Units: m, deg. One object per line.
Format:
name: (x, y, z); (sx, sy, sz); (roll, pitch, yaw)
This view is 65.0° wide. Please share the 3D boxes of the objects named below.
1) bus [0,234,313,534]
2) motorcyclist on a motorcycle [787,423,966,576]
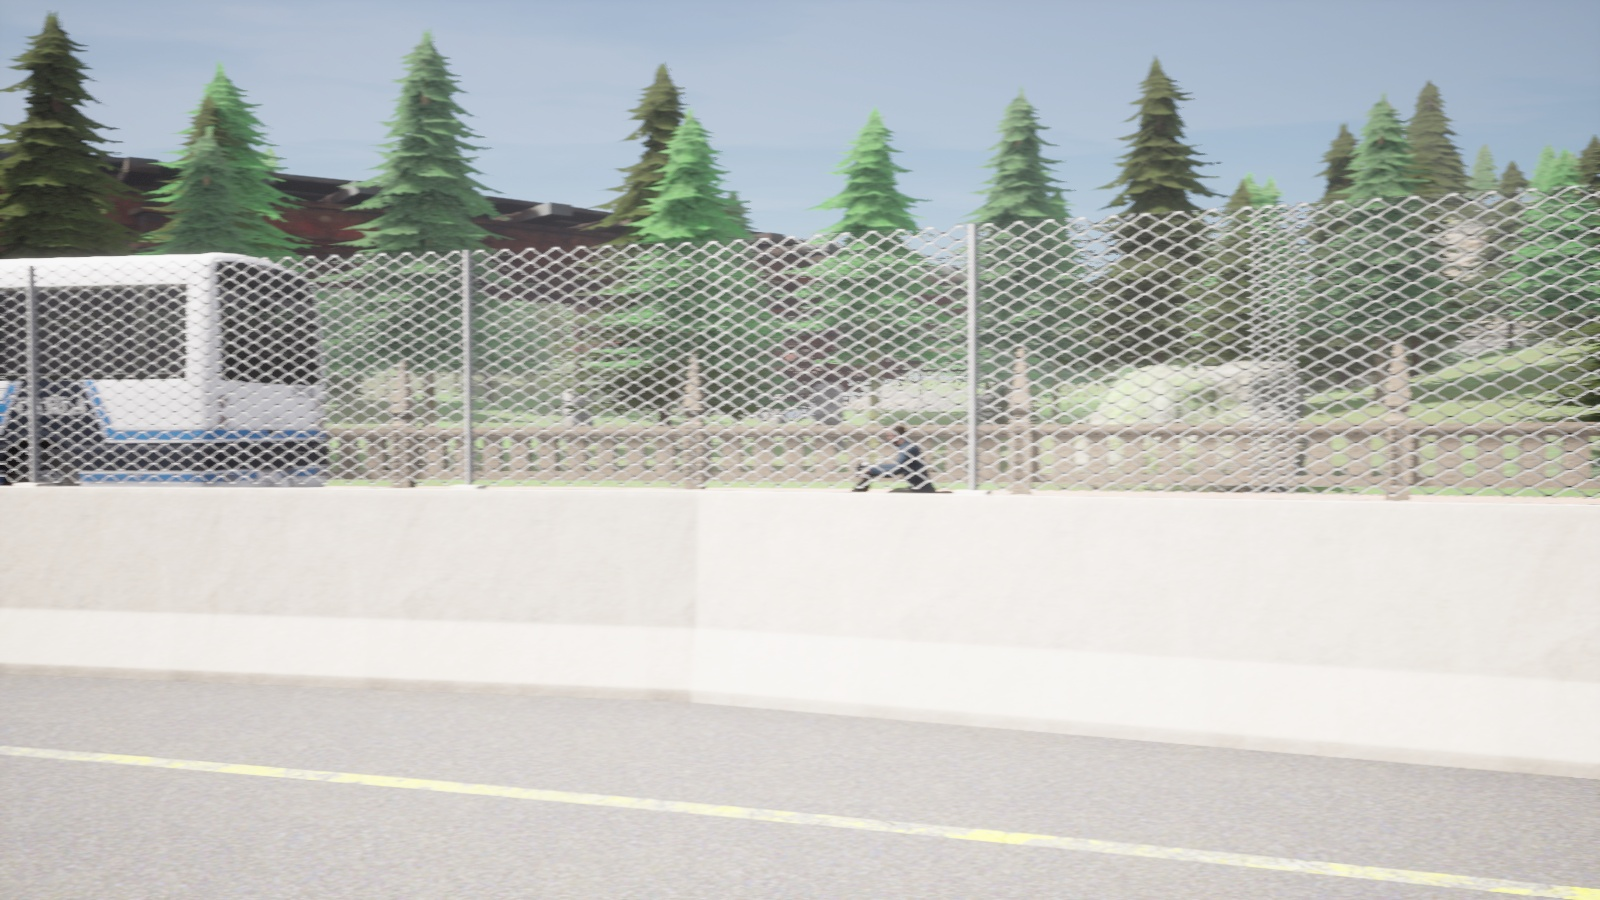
bus: (-13.801, -0.998, 20.565); (10.273, 4.253, 3.944); (0, 1, 9)
motorcyclist on a motorcycle: (0.850, 0.503, 13.836); (1.817, 1.590, 0.866); (1, 2, 16)
